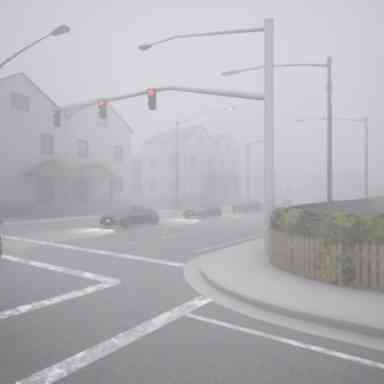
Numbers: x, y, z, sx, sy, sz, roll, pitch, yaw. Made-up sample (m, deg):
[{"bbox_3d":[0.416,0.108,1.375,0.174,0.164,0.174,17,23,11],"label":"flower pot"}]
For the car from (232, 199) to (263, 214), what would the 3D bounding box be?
[{"bbox_3d":[6.127,1.491,36.699,1.882,1.535,5.008,0,0,34],"label":"car"}]

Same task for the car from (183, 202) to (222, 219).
[{"bbox_3d":[0.977,1.577,29.283,1.994,1.385,4.181,0,0,34],"label":"car"}]

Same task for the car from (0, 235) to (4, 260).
[{"bbox_3d":[-6.754,1.588,8.723,1.895,1.301,4.718,0,0,-10],"label":"car"}]

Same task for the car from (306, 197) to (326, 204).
[{"bbox_3d":[17.436,1.503,46.560,2.128,1.511,4.902,0,0,35],"label":"car"}]

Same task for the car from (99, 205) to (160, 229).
[{"bbox_3d":[-4.034,1.577,22.024,1.994,1.385,4.181,0,0,35],"label":"car"}]

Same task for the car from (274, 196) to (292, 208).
[{"bbox_3d":[11.793,1.366,44.844,2.097,1.767,4.553,0,0,35],"label":"car"}]

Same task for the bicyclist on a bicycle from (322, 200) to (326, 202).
[{"bbox_3d":[8.678,1.300,21.260,1.656,1.620,0.582,-9,-25,31],"label":"bicyclist on a bicycle"}]
